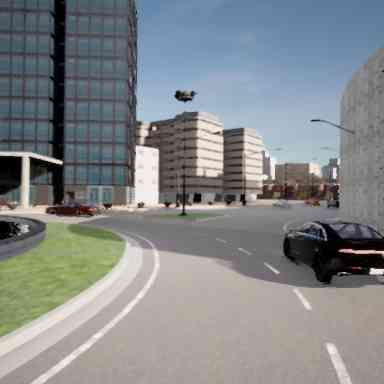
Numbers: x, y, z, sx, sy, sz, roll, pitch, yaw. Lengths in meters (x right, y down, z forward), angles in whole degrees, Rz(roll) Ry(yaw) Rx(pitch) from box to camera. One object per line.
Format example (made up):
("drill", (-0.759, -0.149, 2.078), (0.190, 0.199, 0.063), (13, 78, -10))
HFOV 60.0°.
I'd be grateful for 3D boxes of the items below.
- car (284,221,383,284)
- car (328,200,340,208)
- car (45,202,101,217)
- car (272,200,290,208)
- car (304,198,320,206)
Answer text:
("car", (4.176, 1.601, 9.934), (2.128, 1.511, 4.902), (1, 0, 0))
("car", (26.395, 2.180, 60.994), (2.128, 1.511, 4.902), (0, 0, 39))
("car", (-11.359, 1.626, 31.779), (5.357, 1.411, 2.033), (1, 0, 19))
("car", (15.905, 2.086, 59.188), (1.812, 1.442, 4.674), (0, 0, 39))
("car", (25.742, 2.104, 71.468), (2.097, 1.767, 4.553), (0, 0, 39))
